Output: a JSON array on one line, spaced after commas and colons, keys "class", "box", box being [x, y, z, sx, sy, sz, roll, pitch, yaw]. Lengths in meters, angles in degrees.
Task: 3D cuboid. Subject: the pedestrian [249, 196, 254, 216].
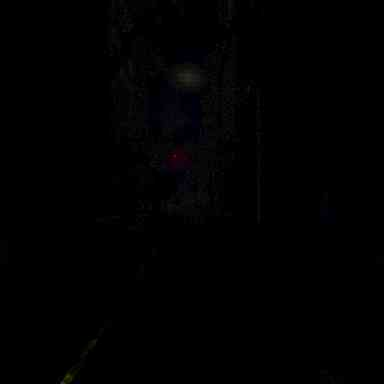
[{"class": "pedestrian", "box": [3.673, 1.176, 20.864, 0.375, 1.860, 0.375, 0, 0, 0]}]

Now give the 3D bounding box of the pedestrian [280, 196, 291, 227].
[{"class": "pedestrian", "box": [5.653, 1.147, 20.260, 0.375, 1.860, 0.375, 0, 0, 0]}]

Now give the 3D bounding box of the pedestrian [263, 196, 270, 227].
[{"class": "pedestrian", "box": [4.480, 1.164, 19.662, 0.375, 1.860, 0.375, 0, 0, 0]}]

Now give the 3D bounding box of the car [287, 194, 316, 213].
[{"class": "car", "box": [12.146, 1.173, 34.485, 5.009, 1.841, 2.192, -1, 1, 0]}]

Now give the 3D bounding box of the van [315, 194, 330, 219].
[{"class": "van", "box": [12.154, 1.246, 25.961, 3.998, 1.788, 1.690, -1, 1, 0]}]

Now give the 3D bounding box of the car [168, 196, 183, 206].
[{"class": "car", "box": [-2.947, 1.662, 57.594, 1.994, 1.385, 4.181, 0, 0, 1]}]

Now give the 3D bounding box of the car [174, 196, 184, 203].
[{"class": "car", "box": [-2.869, 1.682, 72.665, 2.033, 1.411, 5.357, 0, 0, 0]}]
